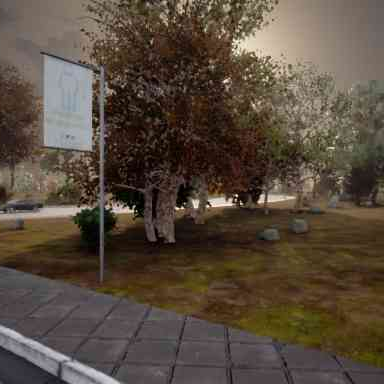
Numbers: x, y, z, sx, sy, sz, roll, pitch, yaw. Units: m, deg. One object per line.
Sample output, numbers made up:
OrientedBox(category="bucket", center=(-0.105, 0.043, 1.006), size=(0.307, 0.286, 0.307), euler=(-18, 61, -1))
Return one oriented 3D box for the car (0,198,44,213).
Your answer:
OrientedBox(category="car", center=(-19.058, 1.500, 36.890), size=(1.837, 1.490, 4.892), euler=(0, 0, 38))
